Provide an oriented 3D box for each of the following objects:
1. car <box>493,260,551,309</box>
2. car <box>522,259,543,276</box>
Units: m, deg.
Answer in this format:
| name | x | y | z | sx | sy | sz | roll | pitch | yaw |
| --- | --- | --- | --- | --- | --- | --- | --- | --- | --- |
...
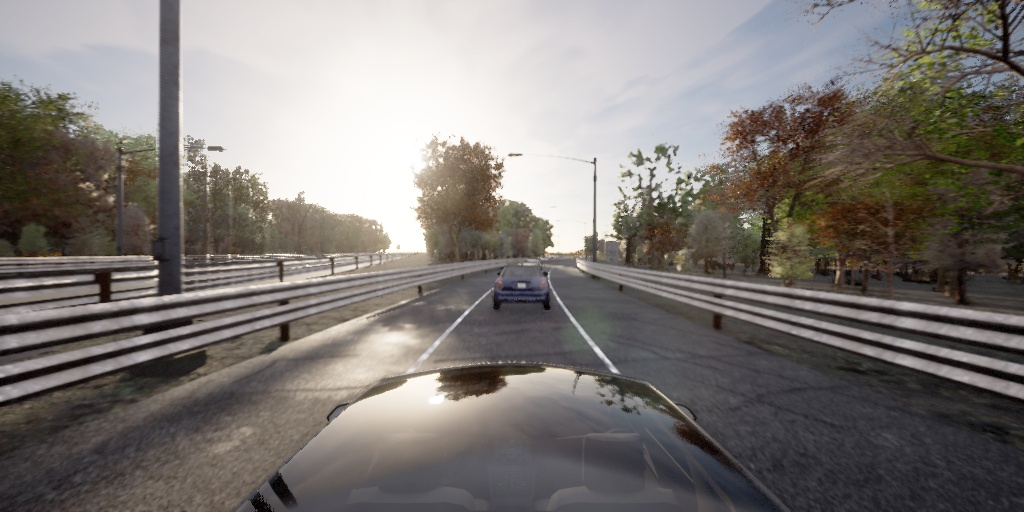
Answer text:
| name | x | y | z | sx | sy | sz | roll | pitch | yaw |
| --- | --- | --- | --- | --- | --- | --- | --- | --- | --- |
| car | 0.431 | 1.062 | 14.857 | 2.097 | 1.767 | 4.553 | 0 | 0 | 2 |
| car | 2.186 | 1.136 | 37.088 | 1.837 | 1.490 | 4.892 | 0 | 1 | 6 |
